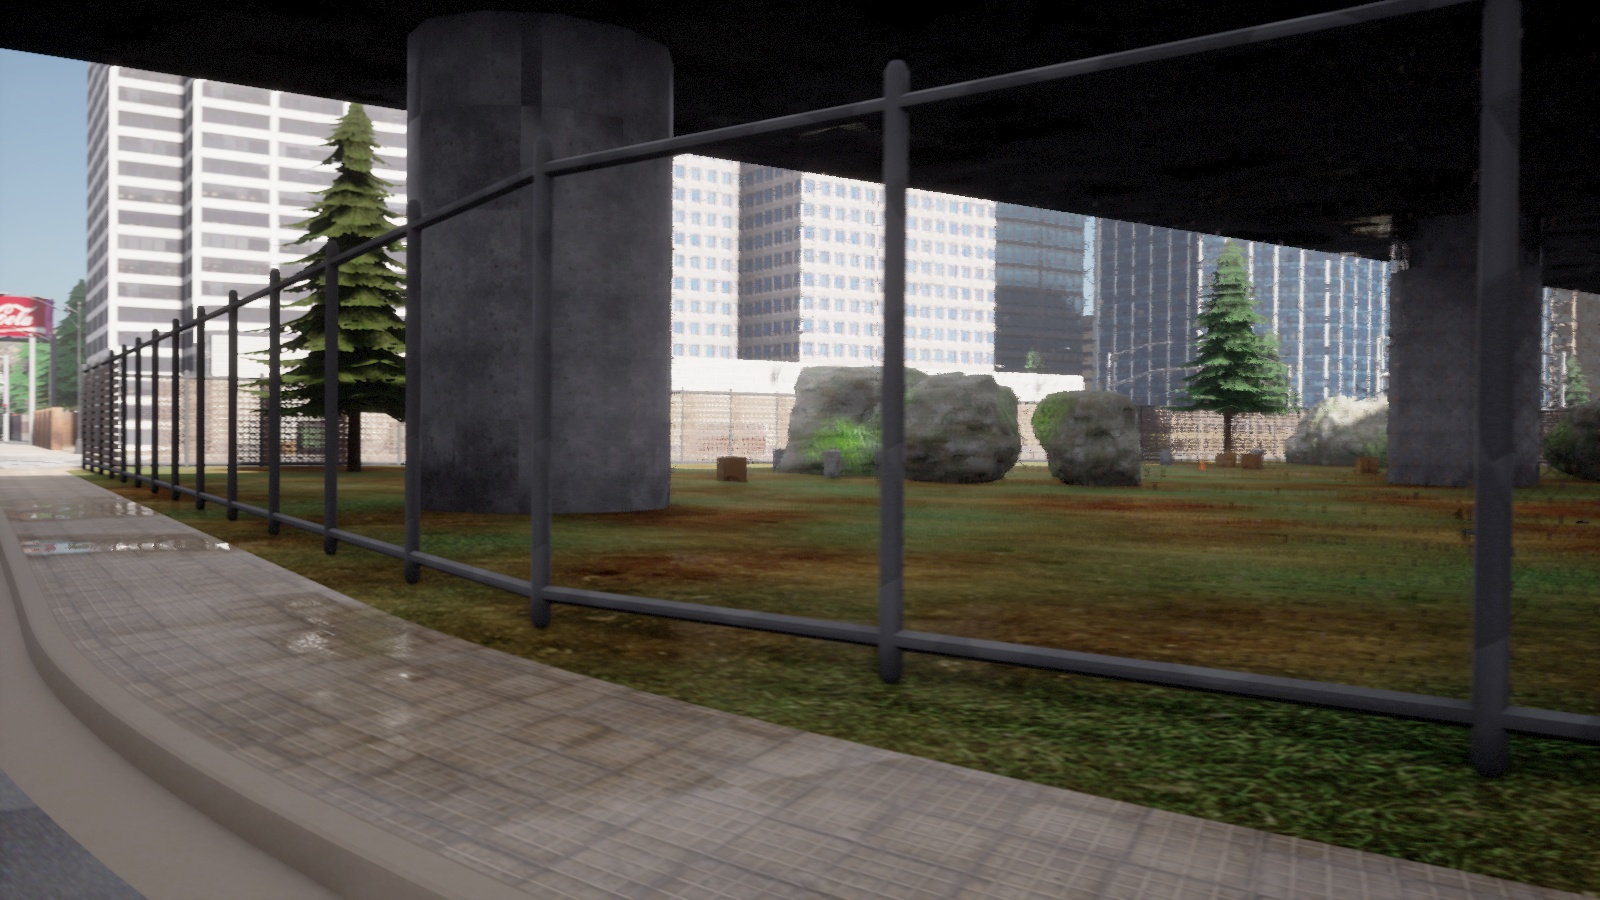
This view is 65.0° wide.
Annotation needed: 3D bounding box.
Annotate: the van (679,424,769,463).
[{"bbox_3d":[-4.018,-0.375,66.659,4.442,1.987,1.775,-1,1,-34],"label":"van"}]
